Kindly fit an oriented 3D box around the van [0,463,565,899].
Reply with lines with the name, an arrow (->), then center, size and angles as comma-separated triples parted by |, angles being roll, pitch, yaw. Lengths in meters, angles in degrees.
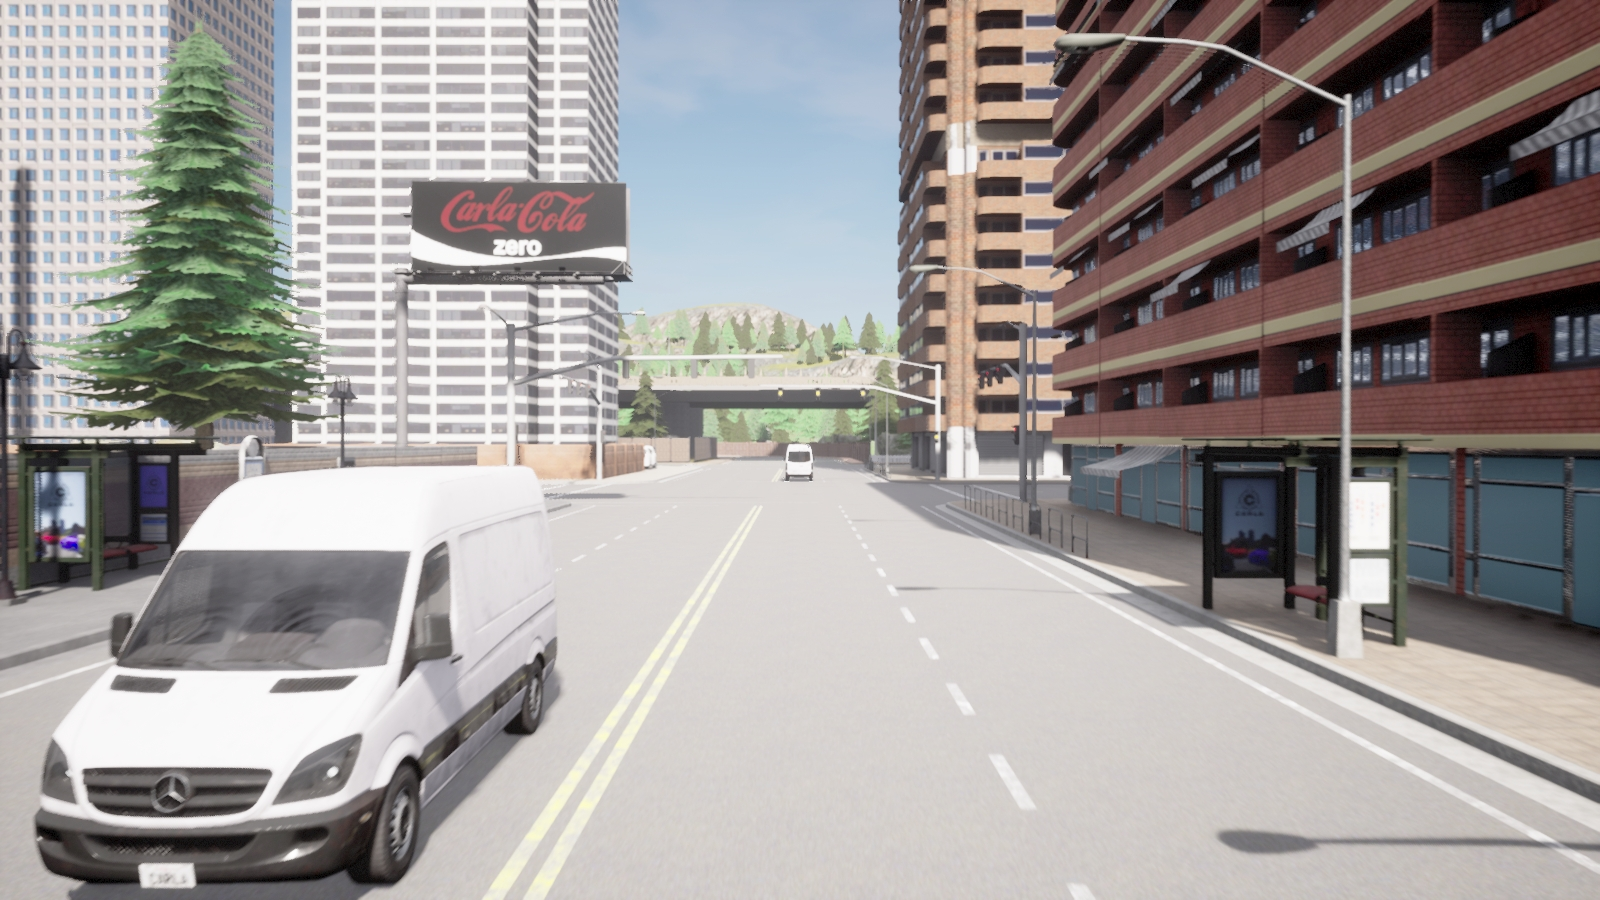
van -> -3.509, 1.445, 9.255 | 1.988, 2.561, 5.915 | 0, 0, 0
